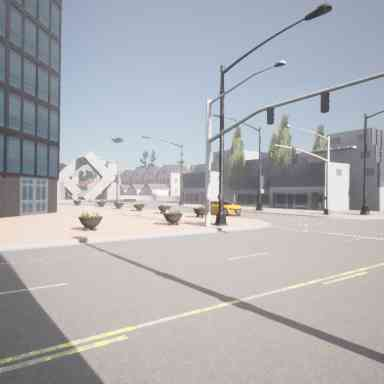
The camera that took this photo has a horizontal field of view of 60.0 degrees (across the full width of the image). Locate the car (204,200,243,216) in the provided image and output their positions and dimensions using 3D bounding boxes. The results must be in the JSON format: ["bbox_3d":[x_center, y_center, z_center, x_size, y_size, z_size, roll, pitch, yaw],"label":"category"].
[{"bbox_3d":[2.991,1.564,33.674,1.882,1.535,5.008,1,-1,-35],"label":"car"}]
